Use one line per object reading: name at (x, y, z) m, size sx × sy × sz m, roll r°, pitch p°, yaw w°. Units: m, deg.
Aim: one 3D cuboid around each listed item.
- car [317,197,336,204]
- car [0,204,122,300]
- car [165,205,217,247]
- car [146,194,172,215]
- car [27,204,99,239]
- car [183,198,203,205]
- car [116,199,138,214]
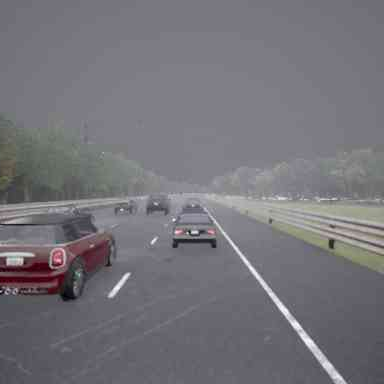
car at (29.742, 1.826, 73.894) m, size 1.837 × 1.490 × 4.892 m, roll 0°, pitch 0°, yaw -27°
car at (-3.401, 1.354, 8.525) m, size 2.097 × 1.767 × 4.553 m, roll 0°, pitch 0°, yaw 0°
car at (0.101, 1.553, 14.982) m, size 2.033 × 1.411 × 5.357 m, roll 0°, pitch 0°, yaw 0°
car at (-3.386, 1.236, 34.385) m, size 2.150 × 2.045 × 5.566 m, roll 1°, pitch 0°, yaw 0°
car at (-6.901, 1.500, 18.491) m, size 2.128 × 1.511 × 4.902 m, roll 0°, pitch 0°, yaw 0°
car at (0.100, 1.379, 34.866) m, size 2.097 × 1.767 × 4.553 m, roll 0°, pitch 0°, yaw 0°
car at (-6.908, 1.499, 35.216) m, size 1.837 × 1.490 × 4.892 m, roll 0°, pitch 0°, yaw 0°
